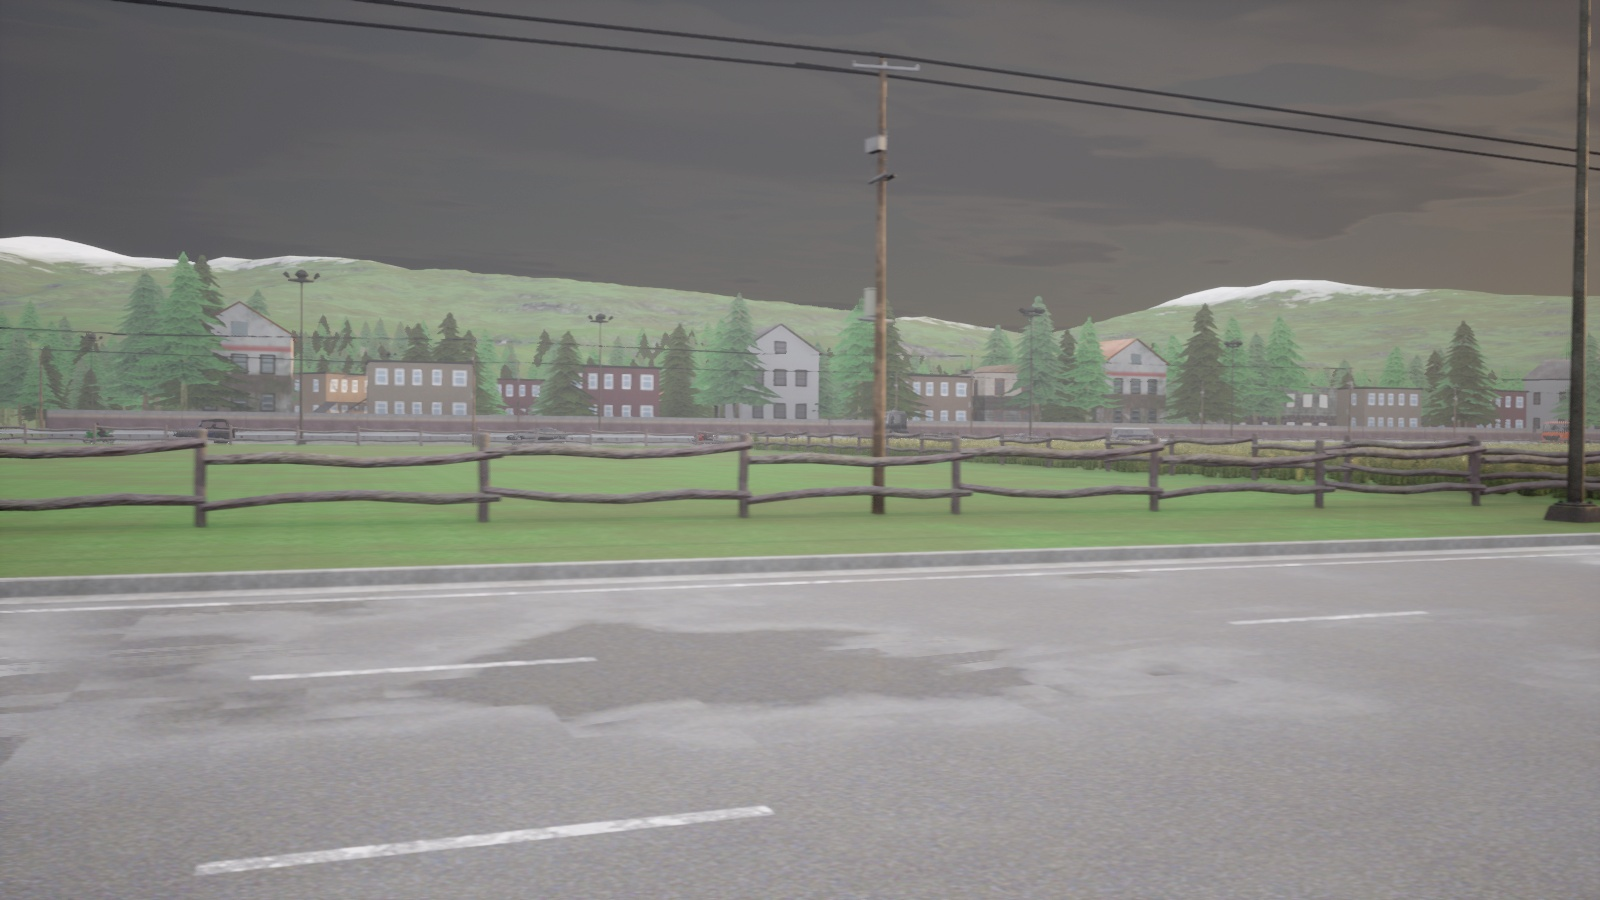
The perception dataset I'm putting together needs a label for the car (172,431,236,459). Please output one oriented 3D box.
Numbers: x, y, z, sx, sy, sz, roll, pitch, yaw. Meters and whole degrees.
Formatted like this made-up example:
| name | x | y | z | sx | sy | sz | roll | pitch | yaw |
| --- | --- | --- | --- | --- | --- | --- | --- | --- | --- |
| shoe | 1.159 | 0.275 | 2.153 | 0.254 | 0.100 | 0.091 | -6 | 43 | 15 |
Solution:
| name | x | y | z | sx | sy | sz | roll | pitch | yaw |
| --- | --- | --- | --- | --- | --- | --- | --- | --- | --- |
| car | -41.421 | -0.371 | 87.345 | 3.866 | 1.878 | 1.905 | -1 | 1 | -21 |
